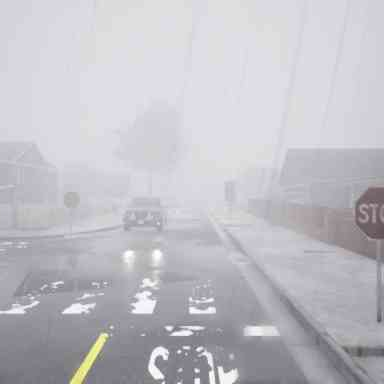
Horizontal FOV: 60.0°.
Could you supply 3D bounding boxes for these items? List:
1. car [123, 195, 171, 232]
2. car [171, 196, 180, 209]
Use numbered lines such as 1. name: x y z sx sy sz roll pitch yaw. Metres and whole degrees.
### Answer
1. car: -2.727 1.250 20.501 2.150 2.045 5.566 0 0 0
2. car: -2.722 1.375 45.450 2.097 1.767 4.553 0 0 0
